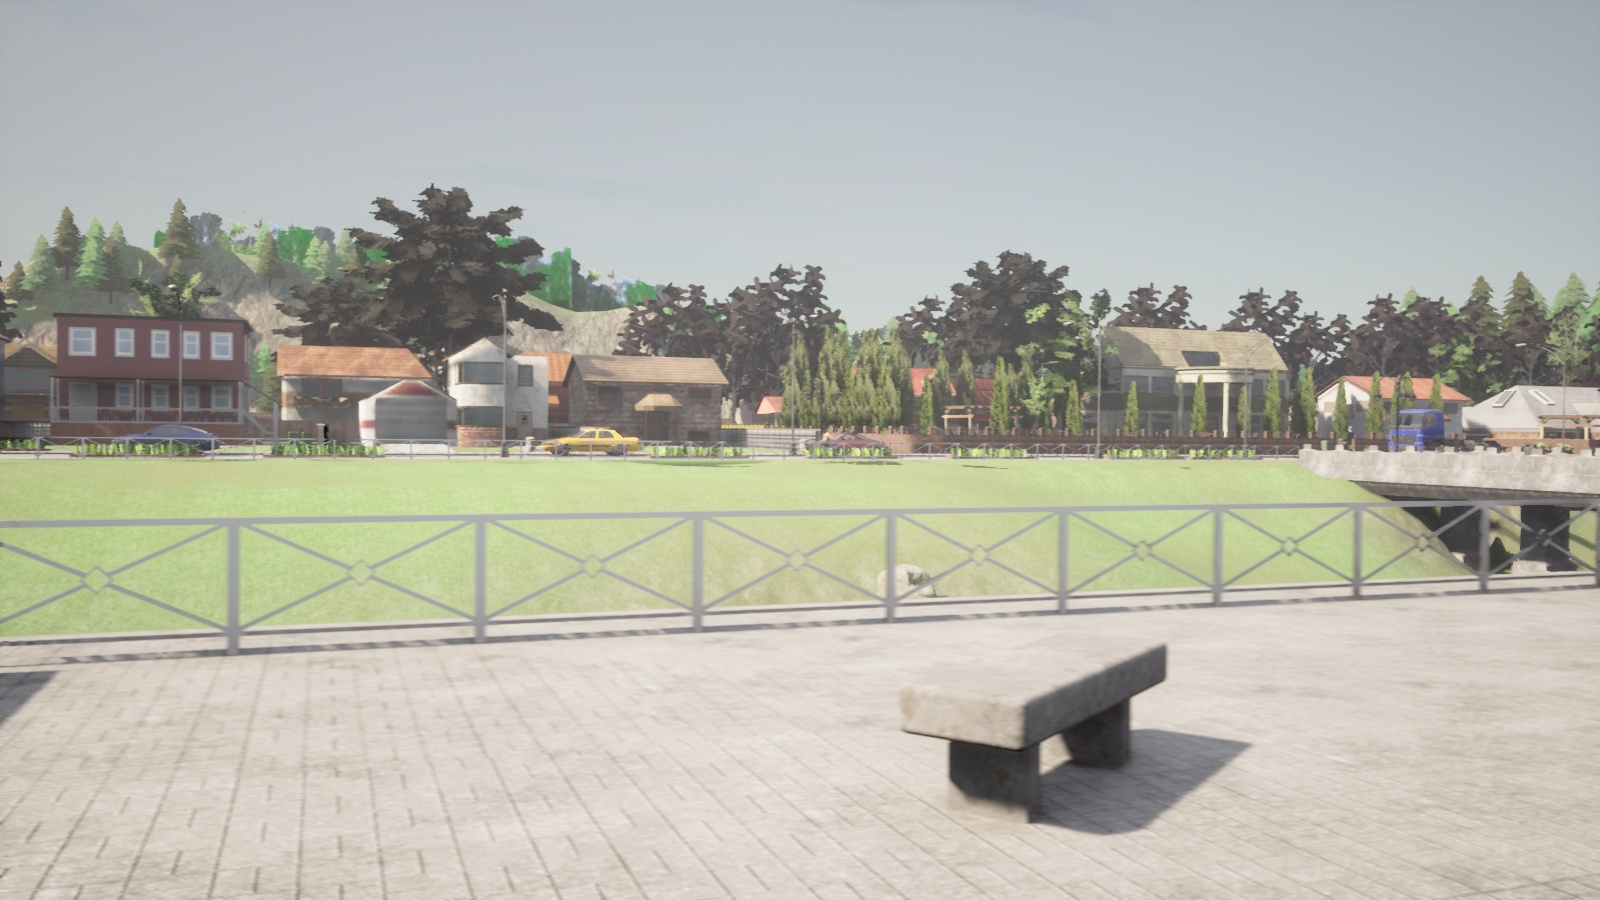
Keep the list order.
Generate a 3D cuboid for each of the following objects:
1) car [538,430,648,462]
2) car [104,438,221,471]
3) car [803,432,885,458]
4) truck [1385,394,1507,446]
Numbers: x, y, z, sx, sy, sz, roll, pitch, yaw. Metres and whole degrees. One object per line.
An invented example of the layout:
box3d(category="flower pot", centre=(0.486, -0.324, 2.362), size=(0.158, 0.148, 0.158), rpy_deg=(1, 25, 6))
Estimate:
box3d(category="car", centre=(-10.815, -0.214, 65.658), size=(5.366, 1.575, 1.801), rpy_deg=(-1, 1, -21))
box3d(category="car", centre=(-29.615, 0.192, 58.527), size=(4.674, 1.442, 1.812), rpy_deg=(-1, 1, -21))
box3d(category="car", centre=(2.457, -0.315, 70.695), size=(4.181, 1.385, 1.994), rpy_deg=(-1, 1, -21))
box3d(category="truck", centre=(44.592, -2.076, 86.669), size=(7.936, 3.462, 2.891), rpy_deg=(-1, 1, -21))
